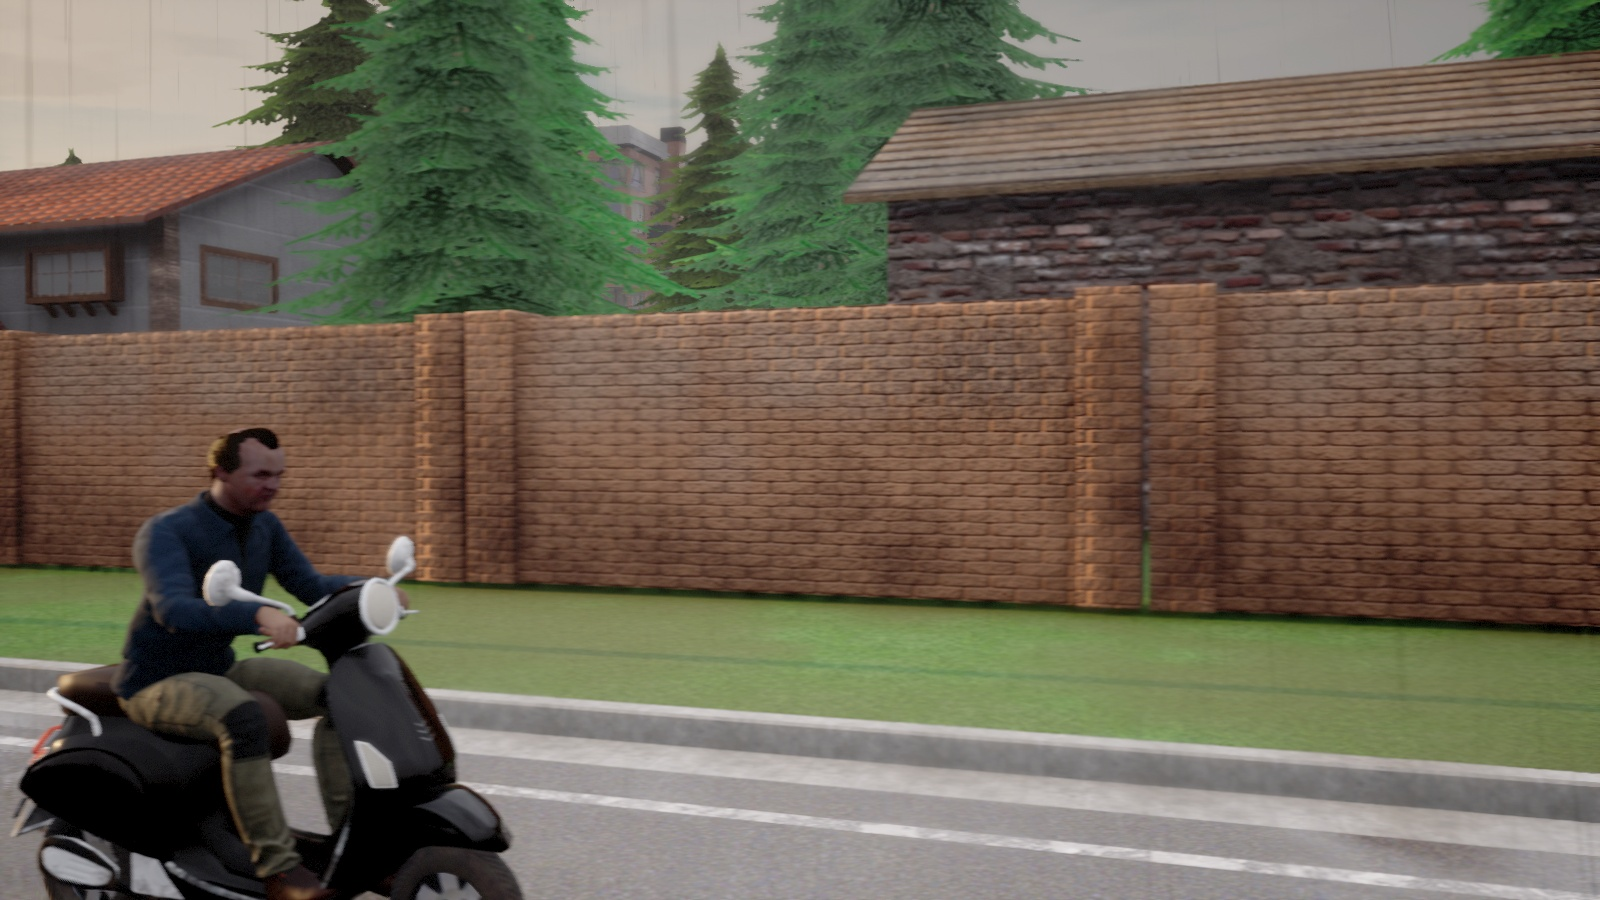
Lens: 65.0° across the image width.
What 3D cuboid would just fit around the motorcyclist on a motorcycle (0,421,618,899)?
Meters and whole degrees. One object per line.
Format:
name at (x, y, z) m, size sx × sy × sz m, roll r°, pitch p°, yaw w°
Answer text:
motorcyclist on a motorcycle at (-1.558, 0.714, 3.716) m, size 1.817 × 1.590 × 0.866 m, roll 1°, pitch 1°, yaw 19°
